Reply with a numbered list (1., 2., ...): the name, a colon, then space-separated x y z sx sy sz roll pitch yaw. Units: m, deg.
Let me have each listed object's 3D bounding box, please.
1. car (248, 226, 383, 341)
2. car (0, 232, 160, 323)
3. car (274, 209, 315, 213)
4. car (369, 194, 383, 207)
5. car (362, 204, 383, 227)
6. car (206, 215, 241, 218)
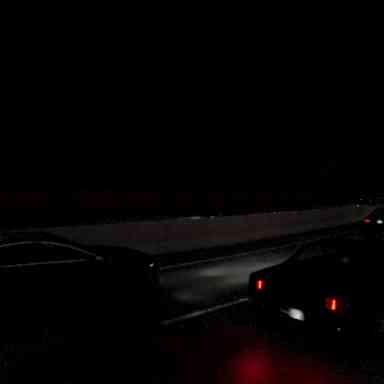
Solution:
1. car: 3.340 1.611 6.578 4.718 1.301 1.895 0 0 -39
2. car: -2.925 1.510 6.161 4.902 1.511 2.128 0 0 -36
3. car: 8.150 1.645 25.832 1.895 1.301 4.718 0 0 44
4. car: 31.189 1.292 54.842 2.150 2.045 5.566 0 0 44
5. car: 11.347 1.572 18.808 2.033 1.411 5.357 0 0 44
6. car: 2.739 1.615 25.288 1.994 1.385 4.181 0 0 44
